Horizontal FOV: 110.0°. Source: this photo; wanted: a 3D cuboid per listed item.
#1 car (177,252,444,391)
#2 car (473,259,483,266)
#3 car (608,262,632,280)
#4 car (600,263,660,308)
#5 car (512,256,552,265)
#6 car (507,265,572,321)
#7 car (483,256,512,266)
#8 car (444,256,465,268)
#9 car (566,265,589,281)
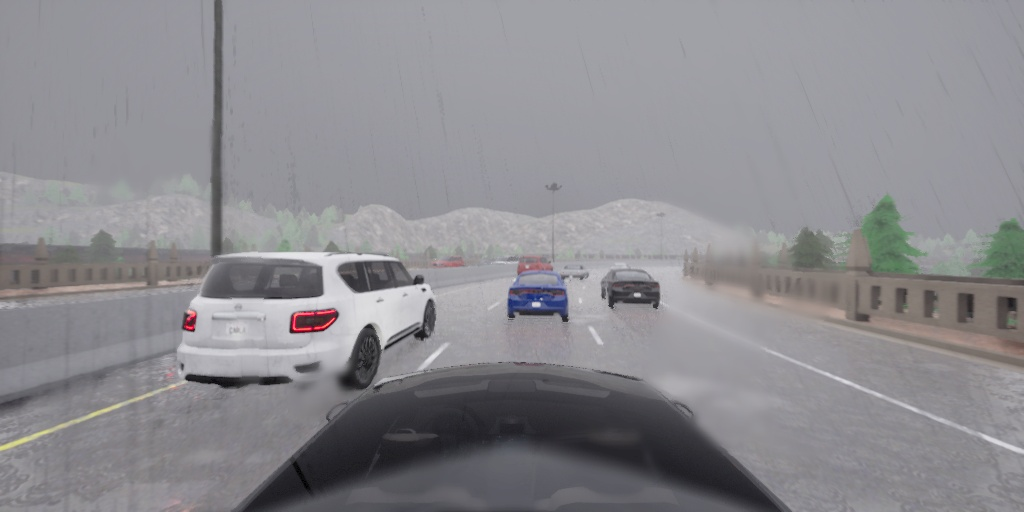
[{"bbox_3d":[-3.128,0.966,6.949,2.150,2.045,5.566,0,0,3],"label":"car"},{"bbox_3d":[-3.226,1.150,46.807,2.097,1.767,4.553,0,0,27],"label":"car"},{"bbox_3d":[10.249,1.365,33.837,1.812,1.442,4.674,0,0,22],"label":"car"},{"bbox_3d":[4.953,1.268,15.499,1.882,1.535,5.008,0,0,9],"label":"car"},{"bbox_3d":[2.173,1.024,32.367,2.150,2.045,5.566,0,0,20],"label":"car"},{"bbox_3d":[1.008,1.248,12.764,1.882,1.535,5.008,0,0,7],"label":"car"},{"bbox_3d":[-0.866,1.027,43.768,2.150,2.045,5.566,0,0,25],"label":"car"},{"bbox_3d":[-8.051,0.998,44.842,2.150,2.045,5.566,0,0,24],"label":"car"},{"bbox_3d":[5.634,1.417,31.658,1.895,1.301,4.718,0,0,20],"label":"car"}]
